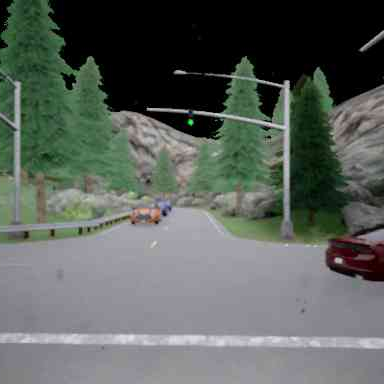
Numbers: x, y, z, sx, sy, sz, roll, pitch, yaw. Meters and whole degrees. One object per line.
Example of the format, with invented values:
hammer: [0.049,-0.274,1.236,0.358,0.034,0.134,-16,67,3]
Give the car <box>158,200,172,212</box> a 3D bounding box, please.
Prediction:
car: [-3.821,1.927,46.259,1.882,1.535,5.008,0,-1,-6]

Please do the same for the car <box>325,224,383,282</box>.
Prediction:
car: [6.048,1.549,8.769,5.008,1.535,1.882,0,-2,-12]

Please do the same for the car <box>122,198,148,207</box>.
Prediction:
car: [-11.027,1.972,63.984,4.553,1.767,2.097,0,-1,24]

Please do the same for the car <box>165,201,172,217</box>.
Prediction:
car: [-3.593,1.828,36.087,1.882,1.535,5.008,0,-1,0]

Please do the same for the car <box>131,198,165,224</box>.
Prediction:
car: [-3.602,1.614,26.951,2.097,1.767,4.553,0,-1,0]
